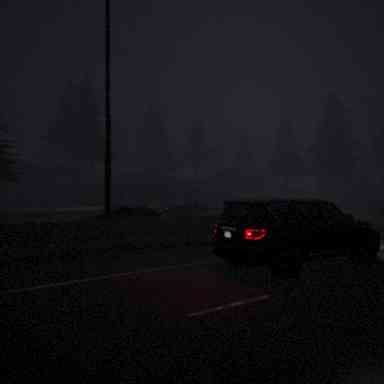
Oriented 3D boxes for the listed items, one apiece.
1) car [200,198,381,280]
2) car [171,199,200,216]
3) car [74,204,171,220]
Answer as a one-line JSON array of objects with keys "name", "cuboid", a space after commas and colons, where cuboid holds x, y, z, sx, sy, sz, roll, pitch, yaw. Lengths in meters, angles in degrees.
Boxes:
[{"name": "car", "cuboid": [3.247, 1.198, 10.023, 5.566, 2.045, 2.150, 0, 0, -30]}, {"name": "car", "cuboid": [-0.653, 1.450, 31.818, 4.674, 1.442, 1.812, 0, 0, -26]}, {"name": "car", "cuboid": [-3.895, 1.462, 17.987, 4.892, 1.490, 1.837, 0, 0, -32]}]
